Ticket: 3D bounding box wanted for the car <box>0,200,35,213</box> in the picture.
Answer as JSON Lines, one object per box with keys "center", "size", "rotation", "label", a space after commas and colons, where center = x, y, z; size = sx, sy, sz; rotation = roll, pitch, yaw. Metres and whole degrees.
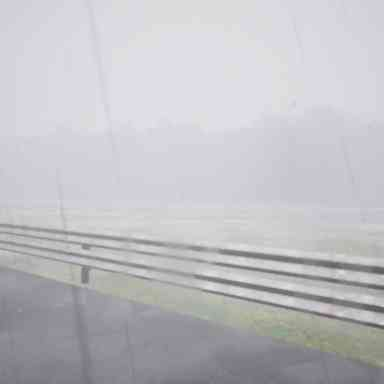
{"center": [-20.806, 1.691, 39.372], "size": [4.674, 1.442, 1.812], "rotation": [0, 0, 17], "label": "car"}
